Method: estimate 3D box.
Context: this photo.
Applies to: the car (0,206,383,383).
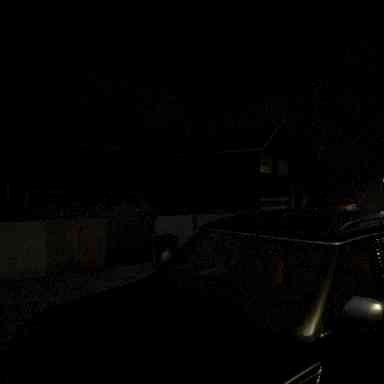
[{"bbox_3d":[1.027,1.259,3.515,5.566,2.045,2.150,1,0,-39],"label":"car"}]
